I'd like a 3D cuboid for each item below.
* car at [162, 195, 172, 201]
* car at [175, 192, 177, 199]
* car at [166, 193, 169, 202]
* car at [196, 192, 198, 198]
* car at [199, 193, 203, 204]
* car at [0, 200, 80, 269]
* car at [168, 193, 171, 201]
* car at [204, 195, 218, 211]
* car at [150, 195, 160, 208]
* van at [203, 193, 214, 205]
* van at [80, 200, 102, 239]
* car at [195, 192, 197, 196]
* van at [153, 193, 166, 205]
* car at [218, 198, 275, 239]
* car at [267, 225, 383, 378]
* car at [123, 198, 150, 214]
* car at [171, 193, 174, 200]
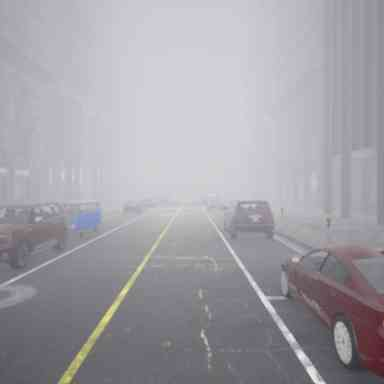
[{"bbox_3d":[-5.850,1.349,78.782,1.887,1.381,4.507,0,0,0],"label":"car"},{"bbox_3d":[-5.863,1.219,90.056,1.967,1.590,4.097,0,0,0],"label":"car"},{"bbox_3d":[-5.832,1.408,61.872,1.947,1.339,4.313,0,0,0],"label":"car"},{"bbox_3d":[2.674,1.242,78.801,1.967,1.590,4.097,0,0,0],"label":"car"},{"bbox_3d":[2.699,1.293,56.256,1.967,1.590,4.097,0,0,0],"label":"car"},{"bbox_3d":[-5.776,1.282,11.141,2.192,1.841,5.009,0,0,0],"label":"car"},{"bbox_3d":[-5.838,1.395,67.509,1.947,1.339,4.313,0,0,0],"label":"car"},{"bbox_3d":[2.718,1.416,39.518,1.752,1.417,4.829,0,0,0],"label":"car"},{"bbox_3d":[-5.813,1.446,44.962,1.947,1.339,4.313,0,0,0],"label":"car"},{"bbox_3d":[2.711,1.219,44.983,1.690,1.788,3.998,0,0,0],"label":"van"},{"bbox_3d":[-5.782,1.292,16.778,1.690,1.788,3.998,0,0,0],"label":"van"},{"bbox_3d":[2.662,1.092,90.074,2.192,1.841,5.009,0,0,0],"label":"car"},{"bbox_3d":[-5.826,1.196,56.235,1.690,1.788,3.998,0,0,0],"label":"van"},{"bbox_3d":[2.742,1.264,16.802,2.192,1.841,5.009,0,0,0],"label":"car"},{"bbox_3d":[2.756,1.527,5.530,1.887,1.381,4.507,0,0,0],"label":"car"},{"bbox_3d":[-5.801,1.451,33.689,1.887,1.381,4.507,0,0,0],"label":"car"},{"bbox_3d":[-5.845,1.132,73.145,2.192,1.841,5.009,0,0,0],"label":"car"}]
